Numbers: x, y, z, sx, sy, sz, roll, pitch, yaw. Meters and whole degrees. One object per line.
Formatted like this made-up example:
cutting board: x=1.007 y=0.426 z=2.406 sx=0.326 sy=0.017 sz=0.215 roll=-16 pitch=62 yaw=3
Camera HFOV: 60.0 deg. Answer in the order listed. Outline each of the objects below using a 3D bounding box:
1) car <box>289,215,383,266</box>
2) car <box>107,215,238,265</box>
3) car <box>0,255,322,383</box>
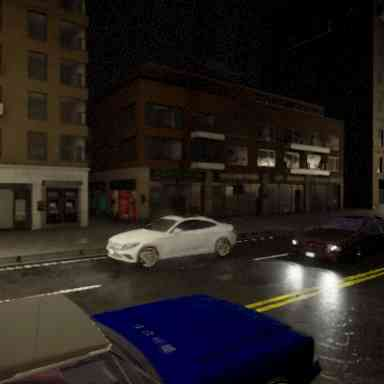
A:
car: x=5.826 y=1.543 z=11.795 sx=5.357 sy=1.411 sz=2.033 roll=0 pitch=0 yaw=-35
car: x=-0.504 y=1.523 z=11.296 sx=4.674 sy=1.442 sz=1.812 roll=0 pitch=0 yaw=-35
car: x=-1.055 y=1.601 z=2.686 sx=4.718 sy=1.301 sz=1.895 roll=0 pitch=0 yaw=-36
